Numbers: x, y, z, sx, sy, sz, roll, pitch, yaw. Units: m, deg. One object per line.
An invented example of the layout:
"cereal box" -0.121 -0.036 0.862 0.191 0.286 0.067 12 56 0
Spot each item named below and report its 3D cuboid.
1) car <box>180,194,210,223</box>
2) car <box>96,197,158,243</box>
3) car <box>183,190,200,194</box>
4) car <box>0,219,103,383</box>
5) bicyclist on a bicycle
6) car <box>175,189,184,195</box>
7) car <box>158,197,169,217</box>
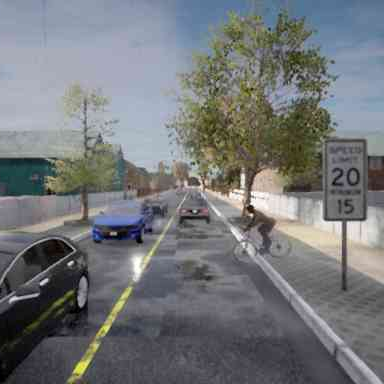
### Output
"car" 0.184 1.085 21.066 2.033 1.411 5.357 0 1 0
"car" -2.797 1.162 14.376 1.882 1.535 5.008 0 1 0
"car" 0.247 0.646 40.874 2.033 1.411 5.357 0 1 0
"car" -2.834 1.405 4.480 1.837 1.490 4.892 0 1 0
"bicyclist on a bicycle" 1.887 1.143 9.274 1.656 1.620 0.582 -9 1 0
"car" -2.492 -0.001 69.335 1.895 1.301 4.718 0 1 0
"car" -2.751 1.069 24.269 1.895 1.301 4.718 0 1 0
